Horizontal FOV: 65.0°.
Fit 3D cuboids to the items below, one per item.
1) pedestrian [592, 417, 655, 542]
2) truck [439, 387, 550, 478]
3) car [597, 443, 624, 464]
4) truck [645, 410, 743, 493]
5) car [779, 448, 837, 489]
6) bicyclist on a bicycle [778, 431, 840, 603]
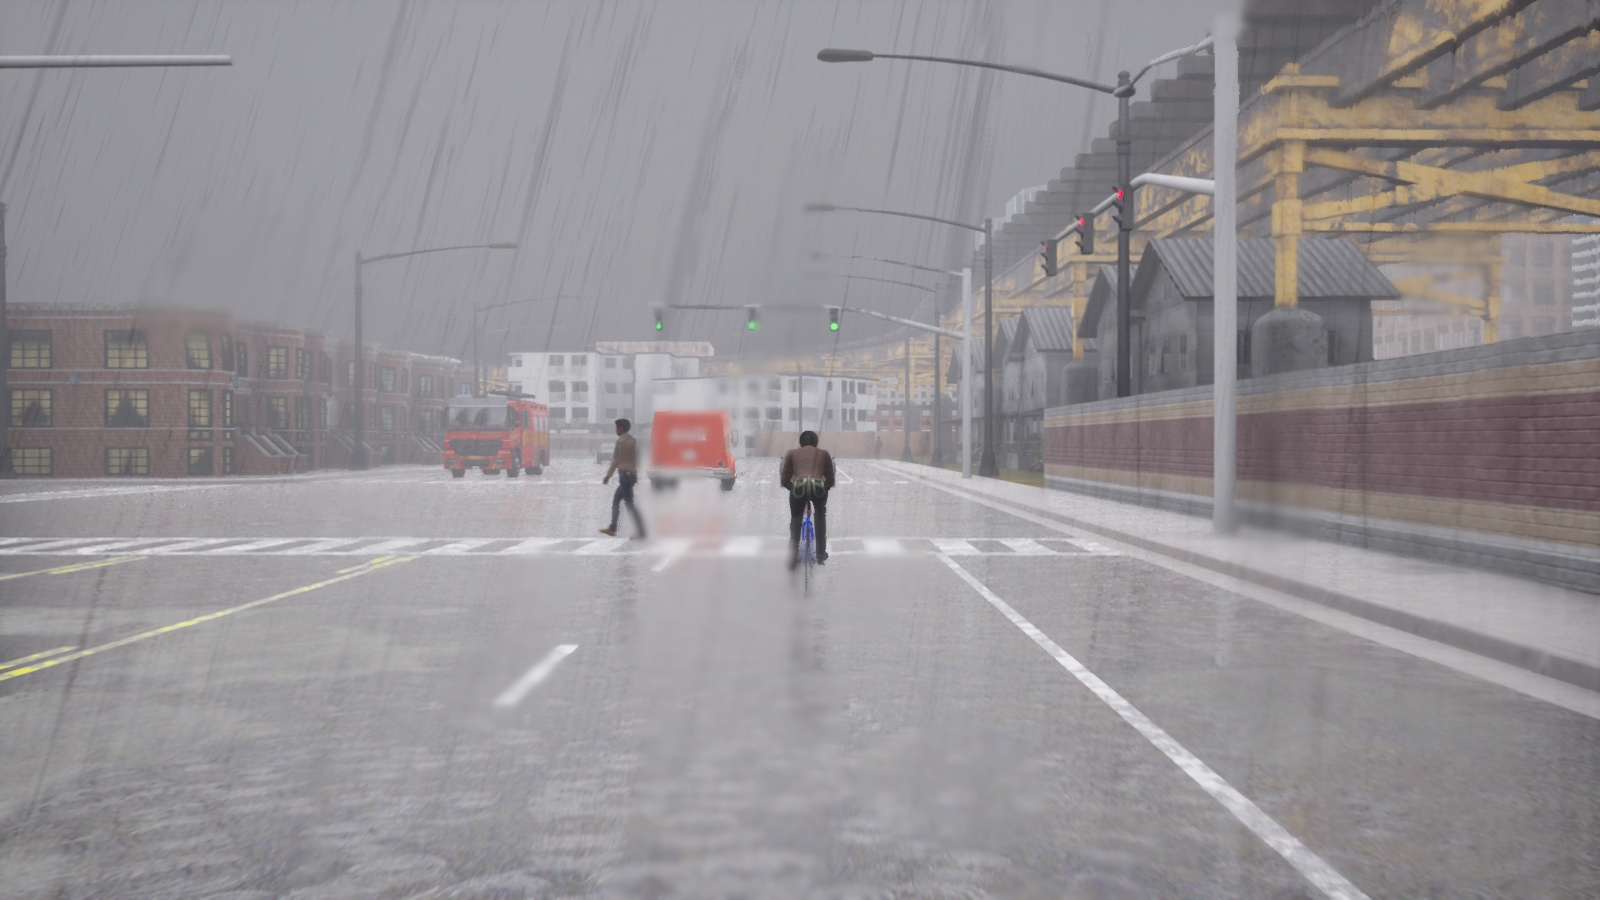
[{"bbox_3d":[-2.588,0.425,18.429,0.869,1.805,0.328,0,0,22],"label":"pedestrian"},{"bbox_3d":[-13.654,-0.750,56.856,2.891,3.827,8.468,0,0,0],"label":"truck"},{"bbox_3d":[-13.718,0.229,90.592,1.837,1.490,4.892,0,0,-10],"label":"car"},{"bbox_3d":[-3.253,0.033,39.797,2.627,2.467,5.204,0,0,0],"label":"truck"},{"bbox_3d":[0.267,0.602,43.414,1.895,1.301,4.718,0,0,0],"label":"car"},{"bbox_3d":[0.089,0.628,12.664,0.582,1.620,1.656,0,0,0],"label":"bicyclist on a bicycle"}]
